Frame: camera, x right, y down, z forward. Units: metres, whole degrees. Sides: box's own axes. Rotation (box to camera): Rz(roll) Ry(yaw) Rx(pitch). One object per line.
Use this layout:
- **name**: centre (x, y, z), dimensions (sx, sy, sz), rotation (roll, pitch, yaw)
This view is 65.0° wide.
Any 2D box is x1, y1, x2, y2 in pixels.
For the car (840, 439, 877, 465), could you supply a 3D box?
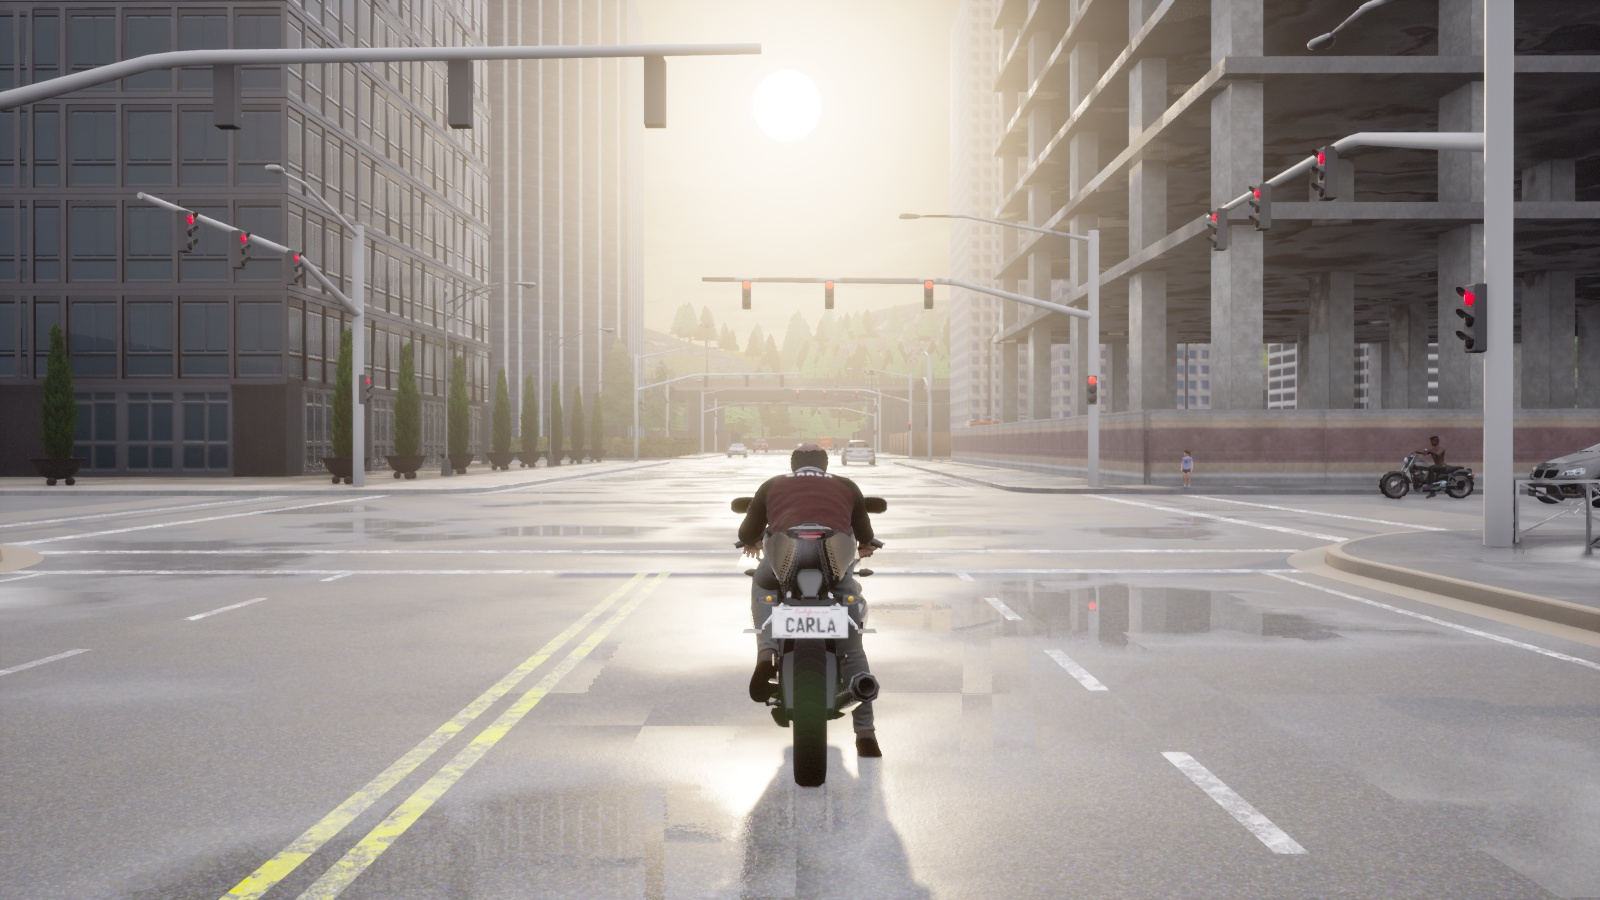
- **car**: centre (3.933, 0.114, 85.024), dimensions (2.242, 1.667, 4.611), rotation (0, 0, 0)

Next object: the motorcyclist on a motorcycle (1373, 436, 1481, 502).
- **motorcyclist on a motorcycle**: centre (15.918, 0.474, 31.900), dimensions (2.350, 1.649, 0.766), rotation (0, 0, 0)

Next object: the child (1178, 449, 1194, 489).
- **child**: centre (10.750, 0.534, 34.940), dimensions (0.394, 1.110, 0.255), rotation (0, 0, -43)

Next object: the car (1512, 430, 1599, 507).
- **car**: centre (19.038, 0.390, 28.397), dimensions (4.611, 1.667, 2.242), rotation (0, 0, 0)

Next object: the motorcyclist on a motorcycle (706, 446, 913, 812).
- **motorcyclist on a motorcycle**: centre (0.046, 0.746, 6.351), dimensions (0.866, 1.530, 2.191), rotation (0, 0, 0)
